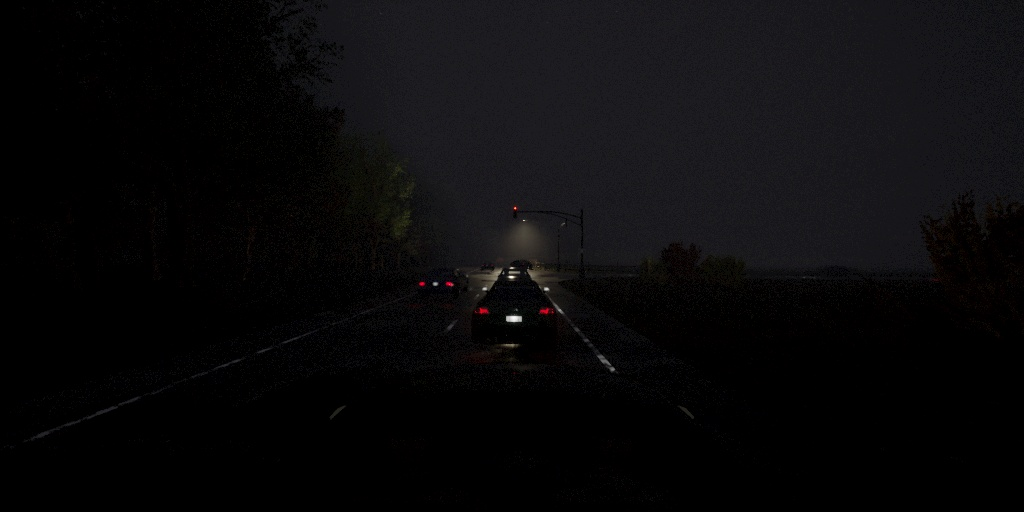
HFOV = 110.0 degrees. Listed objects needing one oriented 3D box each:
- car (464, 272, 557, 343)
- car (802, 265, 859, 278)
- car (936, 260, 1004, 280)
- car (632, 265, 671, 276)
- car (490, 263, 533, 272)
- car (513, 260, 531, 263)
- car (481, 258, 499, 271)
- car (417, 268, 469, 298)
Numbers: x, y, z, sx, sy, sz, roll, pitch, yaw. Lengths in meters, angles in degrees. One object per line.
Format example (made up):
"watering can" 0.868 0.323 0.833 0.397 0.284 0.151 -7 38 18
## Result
"car" 0.093 1.316 9.674 1.994 1.385 4.181 0 0 1
"car" 37.040 1.758 41.714 5.357 1.411 2.033 1 -1 0
"car" 48.592 1.499 38.058 5.566 2.045 2.150 1 -1 0
"car" 16.277 1.549 41.916 4.181 1.385 1.994 1 -1 2
"car" 0.121 1.301 18.879 2.033 1.411 5.357 0 0 0
"car" 1.170 1.256 49.989 1.837 1.490 4.892 -3 1 -24
"car" -3.343 1.304 50.822 2.033 1.411 5.357 0 0 0
"car" -3.378 1.301 18.346 2.033 1.411 5.357 0 0 0
